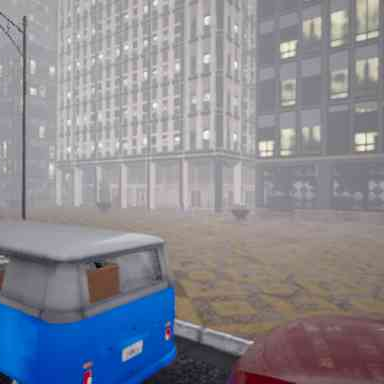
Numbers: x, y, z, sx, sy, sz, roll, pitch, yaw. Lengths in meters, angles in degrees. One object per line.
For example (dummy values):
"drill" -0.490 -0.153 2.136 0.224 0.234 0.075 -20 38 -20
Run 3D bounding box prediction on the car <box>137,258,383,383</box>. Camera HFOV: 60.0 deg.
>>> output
"car" 2.403 1.321 1.154 5.009 1.841 2.192 0 0 36

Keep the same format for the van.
"van" -2.095 1.323 4.364 3.998 1.788 1.690 0 0 36
